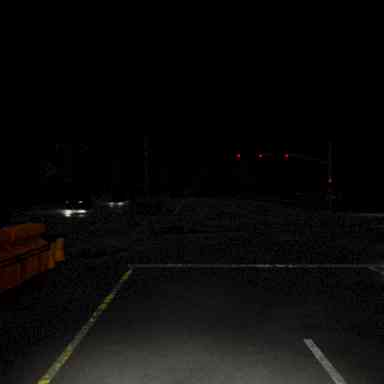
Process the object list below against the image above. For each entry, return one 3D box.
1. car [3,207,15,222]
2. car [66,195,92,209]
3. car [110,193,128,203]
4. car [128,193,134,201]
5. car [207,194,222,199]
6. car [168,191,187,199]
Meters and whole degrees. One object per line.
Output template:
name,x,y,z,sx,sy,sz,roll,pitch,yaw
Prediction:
car,-14.093,1.527,22.445,1.895,1.301,4.718,0,0,0
car,-14.087,1.192,41.622,2.097,1.767,4.553,0,0,0
car,-14.032,1.252,62.808,1.837,1.490,4.892,0,0,1
car,-14.169,1.052,74.073,2.097,1.767,4.553,0,0,-3
car,6.915,1.146,94.695,2.033,1.411,5.357,0,0,-18
car,-4.254,0.822,95.251,2.150,2.045,5.566,0,0,-22
